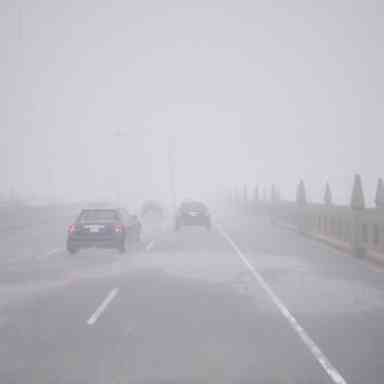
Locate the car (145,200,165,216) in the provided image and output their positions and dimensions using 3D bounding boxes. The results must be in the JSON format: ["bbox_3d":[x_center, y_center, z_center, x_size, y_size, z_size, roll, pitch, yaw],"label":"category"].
[{"bbox_3d":[-3.708,1.504,31.880,1.837,1.490,4.892,0,0,-1],"label":"car"}]

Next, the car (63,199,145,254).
[{"bbox_3d":[-3.406,1.352,13.707,2.097,1.767,4.553,0,0,0],"label":"car"}]

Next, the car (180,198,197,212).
[{"bbox_3d":[-0.418,1.477,39.117,1.882,1.535,5.008,0,0,-2],"label":"car"}]

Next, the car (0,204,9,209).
[{"bbox_3d":[-6.899,1.352,8.238,2.097,1.767,4.553,0,0,0],"label":"car"}]

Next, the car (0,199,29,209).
[{"bbox_3d":[-17.896,1.506,32.858,1.837,1.490,4.892,0,-1,-1],"label":"car"}]

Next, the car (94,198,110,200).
[{"bbox_3d":[-7.073,1.504,26.340,1.837,1.490,4.892,0,0,-1],"label":"car"}]

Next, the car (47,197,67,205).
[{"bbox_3d":[-21.945,1.527,54.238,1.837,1.490,4.892,0,0,-2],"label":"car"}]

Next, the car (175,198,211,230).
[{"bbox_3d":[0.023,1.351,21.257,2.097,1.767,4.553,0,0,-1],"label":"car"}]

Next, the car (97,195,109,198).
[{"bbox_3d":[-14.979,1.380,55.537,2.097,1.767,4.553,0,0,-2],"label":"car"}]
